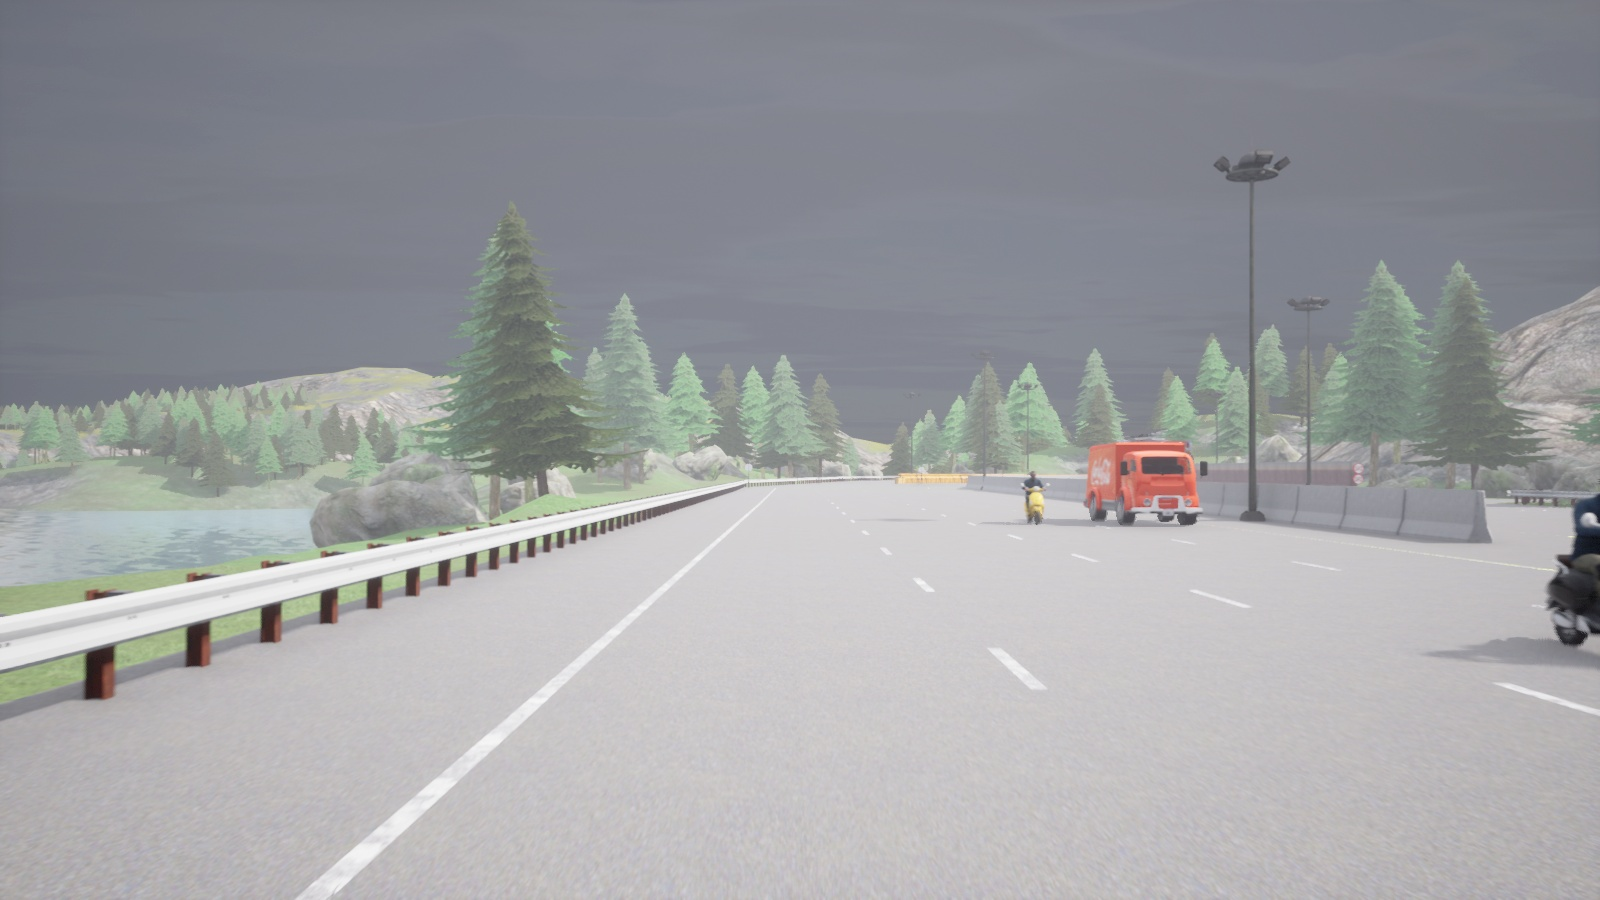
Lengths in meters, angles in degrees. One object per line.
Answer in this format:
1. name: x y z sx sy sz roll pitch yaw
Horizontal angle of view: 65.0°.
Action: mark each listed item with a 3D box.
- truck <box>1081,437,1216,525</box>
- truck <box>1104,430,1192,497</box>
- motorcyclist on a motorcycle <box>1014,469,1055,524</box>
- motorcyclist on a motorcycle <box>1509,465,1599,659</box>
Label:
1. truck: 10.409 0.927 38.043 2.627 2.467 5.204 0 -1 0
2. truck: 20.772 0.830 75.440 2.891 3.827 8.468 0 -1 0
3. motorcyclist on a motorcycle: 6.913 1.361 37.058 0.866 1.590 1.817 0 -1 0
4. motorcyclist on a motorcycle: 6.975 0.919 10.657 0.866 1.590 1.817 0 -1 0
